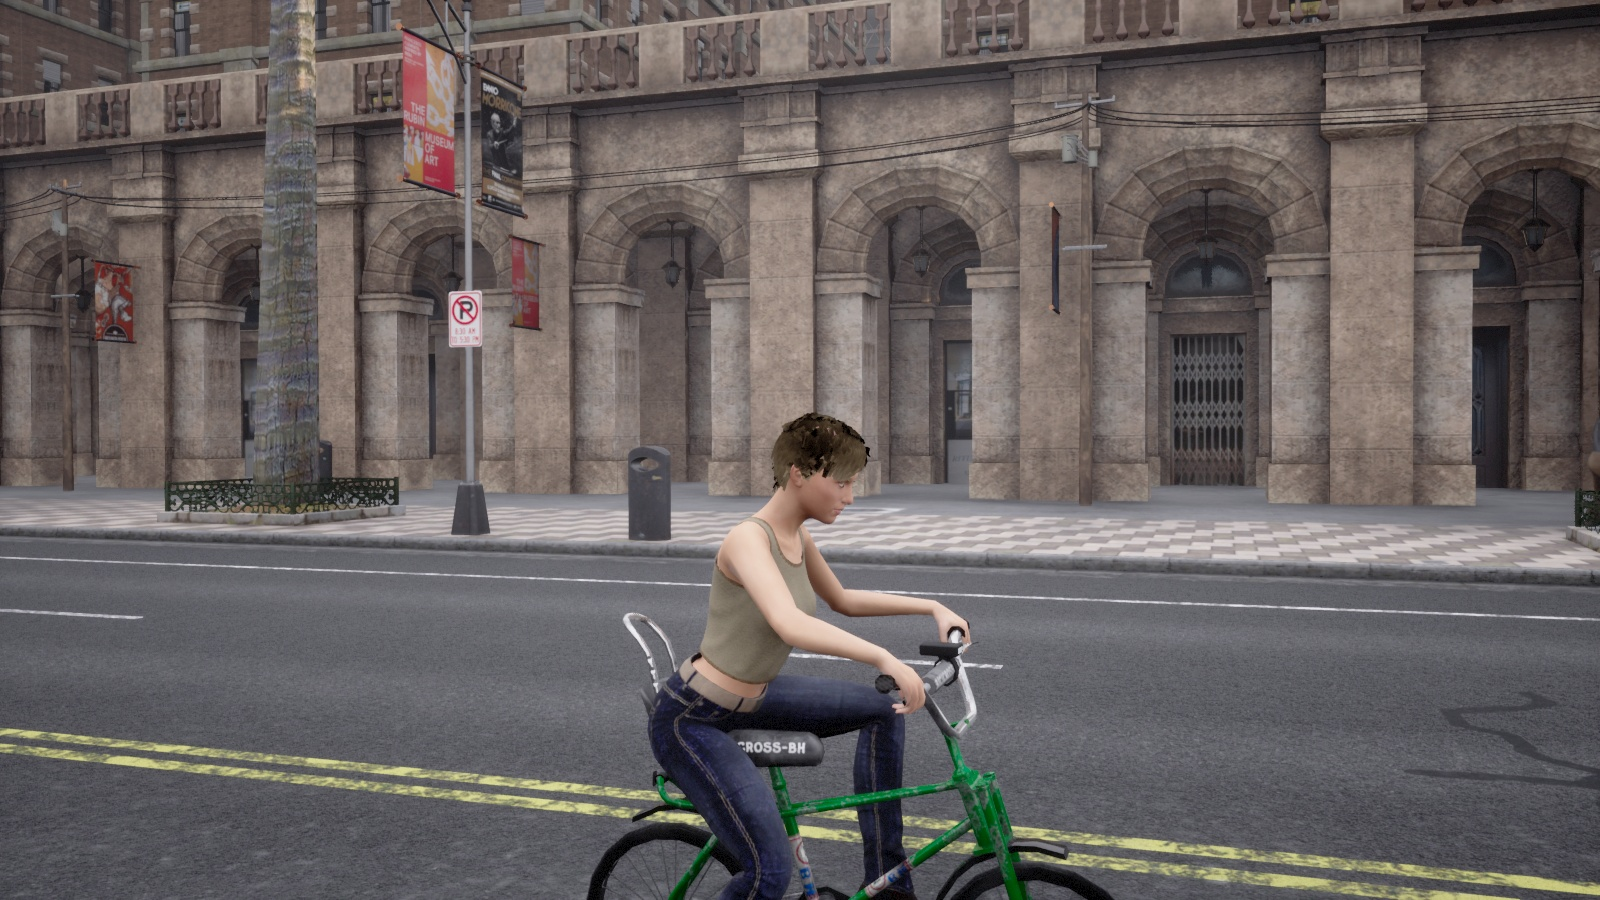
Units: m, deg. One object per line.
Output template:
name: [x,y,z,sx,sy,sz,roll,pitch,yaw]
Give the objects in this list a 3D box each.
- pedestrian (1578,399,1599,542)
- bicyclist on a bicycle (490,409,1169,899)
pedestrian: [10.533,0.262,16.290,0.694,1.848,0.540,1,1,27]
bicyclist on a bicycle: [0.116,0.713,3.158,1.509,1.612,0.866,1,1,19]
